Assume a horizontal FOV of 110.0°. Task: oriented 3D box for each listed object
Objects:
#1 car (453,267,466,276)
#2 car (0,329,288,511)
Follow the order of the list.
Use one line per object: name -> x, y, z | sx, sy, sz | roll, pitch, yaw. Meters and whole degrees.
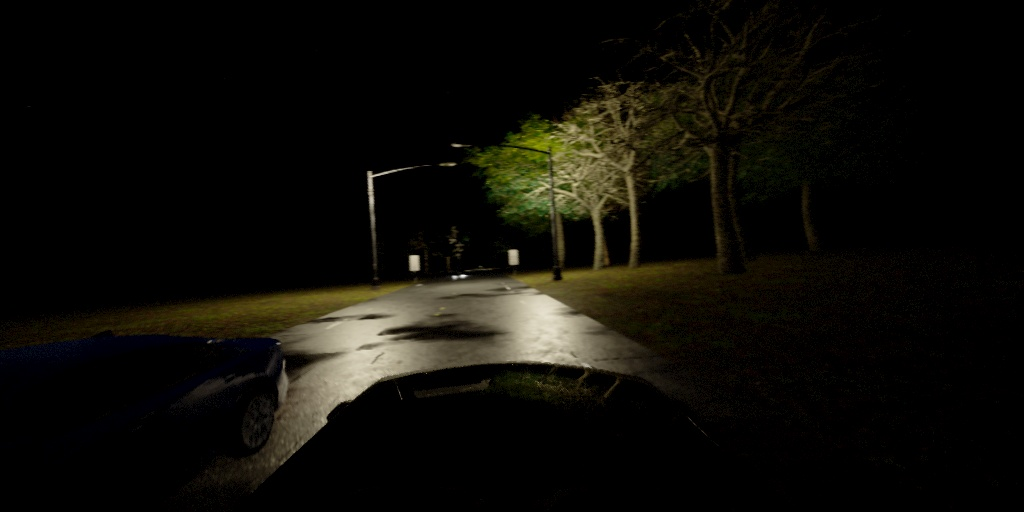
car -> -8.470, 2.453, 58.224 | 1.994, 1.385, 4.181 | -3, -1, -5
car -> -3.653, 1.443, 2.487 | 1.882, 1.535, 5.008 | -3, 0, -5
